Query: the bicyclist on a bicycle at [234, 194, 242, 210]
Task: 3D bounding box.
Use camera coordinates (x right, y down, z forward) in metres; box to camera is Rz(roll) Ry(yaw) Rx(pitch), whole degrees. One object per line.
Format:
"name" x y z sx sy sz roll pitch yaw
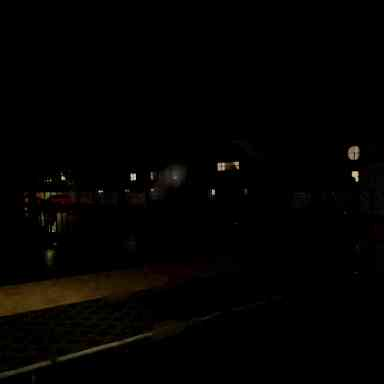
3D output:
"bicyclist on a bicycle" 4.620 1.007 33.429 0.582 1.620 1.656 0 3 38

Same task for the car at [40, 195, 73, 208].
"car" -18.090 1.138 44.284 4.553 1.767 2.097 0 3 27

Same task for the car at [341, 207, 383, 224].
"car" 12.667 1.389 22.364 4.902 1.511 2.128 0 3 40
